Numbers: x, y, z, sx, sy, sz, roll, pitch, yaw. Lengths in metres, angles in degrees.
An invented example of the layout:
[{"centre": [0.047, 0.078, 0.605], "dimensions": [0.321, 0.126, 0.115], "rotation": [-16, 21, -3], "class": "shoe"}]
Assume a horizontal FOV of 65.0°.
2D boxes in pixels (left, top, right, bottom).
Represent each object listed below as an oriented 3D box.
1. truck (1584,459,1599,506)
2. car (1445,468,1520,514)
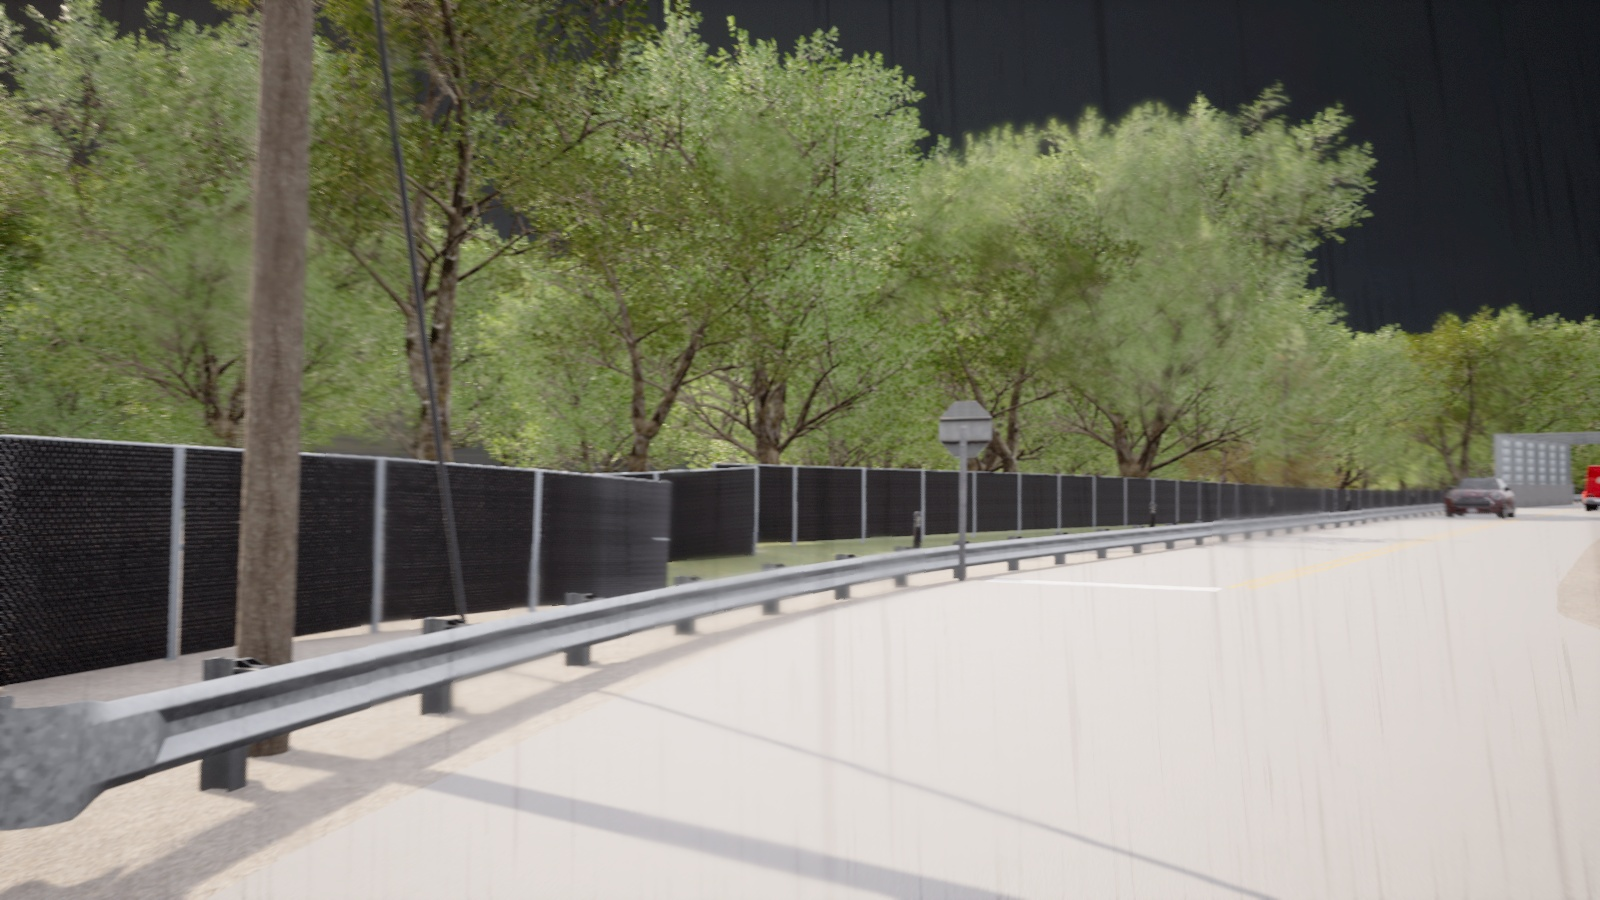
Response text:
[{"centre": [43.910, 1.735, 67.546], "dimensions": [2.627, 2.467, 5.204], "rotation": [-1, -2, 35], "class": "truck"}, {"centre": [27.851, 1.679, 51.172], "dimensions": [2.097, 1.767, 4.553], "rotation": [-1, -2, 35], "class": "car"}]
